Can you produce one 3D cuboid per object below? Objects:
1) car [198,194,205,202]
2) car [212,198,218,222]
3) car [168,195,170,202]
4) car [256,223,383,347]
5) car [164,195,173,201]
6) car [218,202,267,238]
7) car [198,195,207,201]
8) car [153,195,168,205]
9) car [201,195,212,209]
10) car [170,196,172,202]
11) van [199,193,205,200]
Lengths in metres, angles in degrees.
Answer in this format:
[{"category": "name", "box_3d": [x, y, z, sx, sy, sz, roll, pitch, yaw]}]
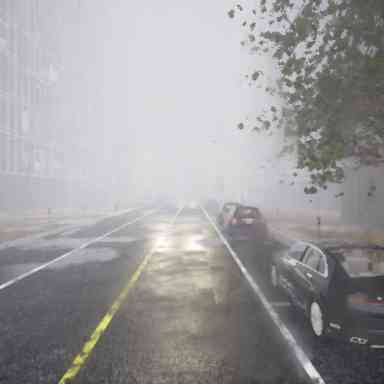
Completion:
[{"category": "car", "box_3d": [2.683, 1.526, 63.211, 1.947, 1.339, 4.313, 0, 0, 0]}, {"category": "car", "box_3d": [2.688, 1.437, 23.364, 1.967, 1.590, 4.097, 0, 0, 0]}, {"category": "car", "box_3d": [-5.698, 1.543, 63.218, 1.802, 1.307, 4.206, 0, 0, 0]}, {"category": "car", "box_3d": [2.690, 1.552, 6.287, 2.008, 1.369, 4.403, 0, 0, 0]}, {"category": "car", "box_3d": [-5.700, 1.499, 80.295, 1.947, 1.339, 4.313, 0, 0, 0]}, {"category": "car", "box_3d": [2.689, 1.439, 17.672, 1.967, 1.590, 4.097, 0, 0, 0]}, {"category": "car", "box_3d": [2.680, 1.488, 85.980, 1.947, 1.339, 4.313, 0, 0, 0]}, {"category": "car", "box_3d": [-5.697, 1.514, 57.524, 1.887, 1.381, 4.507, 0, 0, 0]}, {"category": "car", "box_3d": [2.685, 1.527, 46.134, 1.887, 1.381, 4.507, 0, 0, 0]}, {"category": "car", "box_3d": [-5.699, 1.487, 74.602, 1.887, 1.381, 4.507, 0, 0, 0]}, {"category": "van", "box_3d": [2.680, 1.251, 91.673, 1.690, 1.788, 3.998, 0, 0, 0]}]
